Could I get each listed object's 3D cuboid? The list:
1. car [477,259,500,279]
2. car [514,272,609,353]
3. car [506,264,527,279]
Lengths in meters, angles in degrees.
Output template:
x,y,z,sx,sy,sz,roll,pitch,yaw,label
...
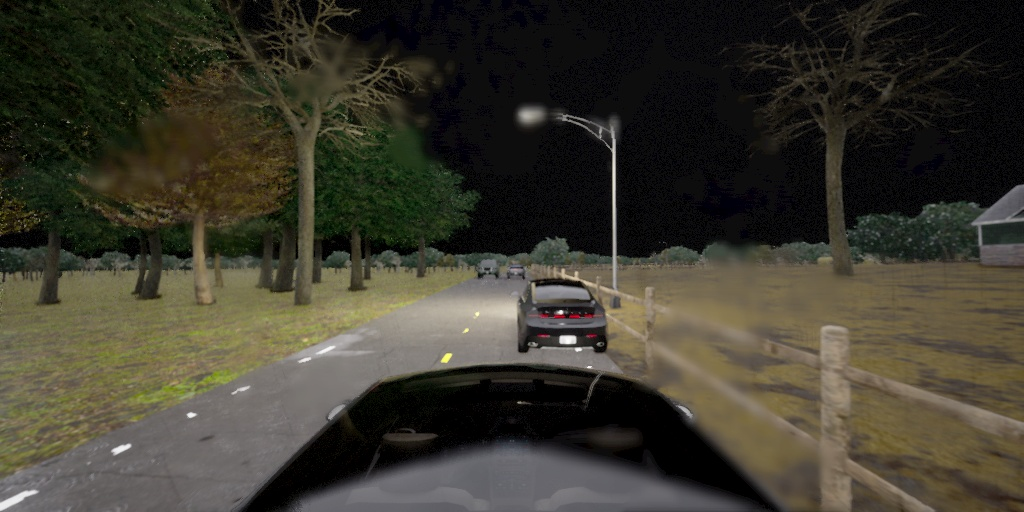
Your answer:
x,y,z,sx,sy,sz,roll,pitch,yaw,label
-2.479,1.376,38.981,2.150,2.045,5.566,0,-1,1,car
1.046,1.311,8.995,1.837,1.490,4.892,0,0,1,car
0.434,1.629,38.284,2.128,1.511,4.902,0,-1,1,car
